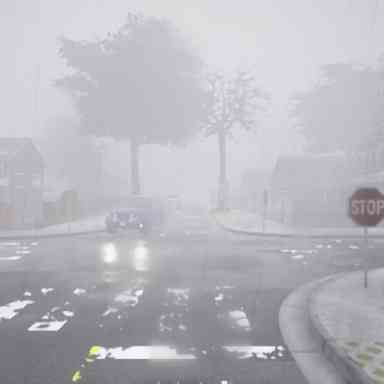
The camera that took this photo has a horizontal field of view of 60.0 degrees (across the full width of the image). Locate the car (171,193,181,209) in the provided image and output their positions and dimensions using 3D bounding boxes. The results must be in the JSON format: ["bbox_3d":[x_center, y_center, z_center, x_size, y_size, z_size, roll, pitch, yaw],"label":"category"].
[{"bbox_3d":[-2.724,1.210,44.548,2.150,2.045,5.566,0,0,0],"label":"car"}]

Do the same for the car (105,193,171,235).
[{"bbox_3d":[-3.057,1.240,19.379,2.150,2.045,5.566,1,0,9],"label":"car"}]
